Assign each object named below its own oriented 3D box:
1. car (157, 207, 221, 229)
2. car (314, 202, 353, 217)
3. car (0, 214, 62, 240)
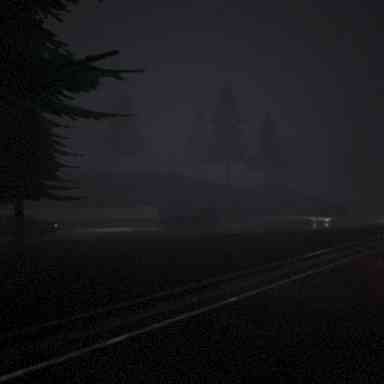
[{"bbox_3d":[-0.182,1.903,25.429,4.902,1.511,2.128,-1,-1,-16],"label":"car"},{"bbox_3d":[15.104,1.857,35.415,4.892,1.490,1.837,0,-1,-30],"label":"car"},{"bbox_3d":[-10.346,2.000,18.984,5.357,1.411,2.033,-1,-1,-16],"label":"car"}]
